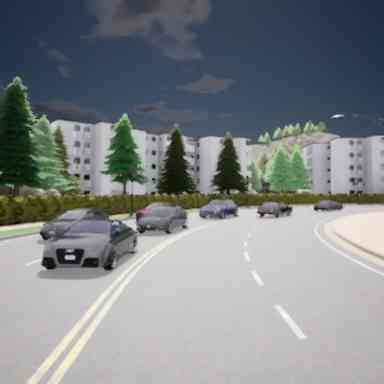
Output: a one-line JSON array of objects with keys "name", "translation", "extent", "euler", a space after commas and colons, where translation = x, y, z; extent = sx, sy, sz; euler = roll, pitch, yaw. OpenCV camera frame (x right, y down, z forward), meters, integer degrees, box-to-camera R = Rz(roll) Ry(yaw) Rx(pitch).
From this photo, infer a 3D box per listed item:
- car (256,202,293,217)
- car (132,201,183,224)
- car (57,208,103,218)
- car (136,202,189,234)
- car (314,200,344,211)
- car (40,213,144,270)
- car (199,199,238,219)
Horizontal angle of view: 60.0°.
[{"name": "car", "translation": [7.978, 1.623, 31.835], "extent": [2.033, 1.411, 5.357], "euler": [0, 0, 35]}, {"name": "car", "translation": [-2.699, 1.570, 27.229], "extent": [1.882, 1.535, 5.008], "euler": [0, 0, 24]}, {"name": "car", "translation": [-5.859, 1.597, 17.356], "extent": [1.812, 1.442, 4.674], "euler": [0, 0, 12]}, {"name": "car", "translation": [-1.614, 1.570, 19.917], "extent": [1.837, 1.490, 4.892], "euler": [0, 0, 17]}, {"name": "car", "translation": [16.988, 1.643, 41.227], "extent": [4.181, 1.385, 1.994], "euler": [0, 0, -36]}, {"name": "car", "translation": [-3.168, 1.608, 11.086], "extent": [1.994, 1.385, 4.181], "euler": [0, 0, 5]}, {"name": "car", "translation": [2.437, 1.437, 29.808], "extent": [2.097, 1.767, 4.553], "euler": [0, 0, 30]}]
